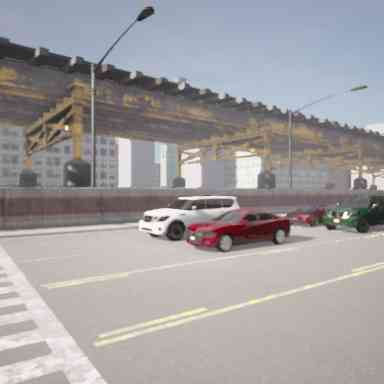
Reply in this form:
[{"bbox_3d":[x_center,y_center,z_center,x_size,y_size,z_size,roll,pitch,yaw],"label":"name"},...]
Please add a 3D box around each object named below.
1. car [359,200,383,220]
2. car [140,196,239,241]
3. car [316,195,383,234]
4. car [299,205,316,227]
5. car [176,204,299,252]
[{"bbox_3d":[16.727,1.485,28.697,4.902,1.511,2.128,0,0,-35],"label":"car"},{"bbox_3d":[0.127,1.220,16.965,5.566,2.045,2.150,0,0,-36],"label":"car"},{"bbox_3d":[10.140,1.217,19.738,5.566,2.045,2.150,0,0,-35],"label":"car"},{"bbox_3d":[8.317,1.560,22.730,4.181,1.385,1.994,0,0,-35],"label":"car"},{"bbox_3d":[2.061,1.476,14.044,5.008,1.535,1.882,0,0,-35],"label":"car"}]
